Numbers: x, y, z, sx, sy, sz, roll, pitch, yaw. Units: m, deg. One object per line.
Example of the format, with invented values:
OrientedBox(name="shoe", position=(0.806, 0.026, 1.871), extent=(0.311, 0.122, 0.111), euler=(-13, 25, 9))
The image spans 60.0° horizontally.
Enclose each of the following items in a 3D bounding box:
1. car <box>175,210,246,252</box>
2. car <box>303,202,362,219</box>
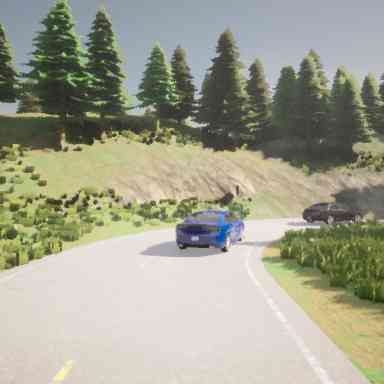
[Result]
OrientedBox(name="car", position=(0.937, 1.482, 13.996), extent=(1.882, 1.535, 5.008), euler=(0, 0, 20))
OrientedBox(name="car", position=(10.138, 1.518, 23.853), extent=(4.892, 1.490, 1.837), euler=(0, 0, -28))
